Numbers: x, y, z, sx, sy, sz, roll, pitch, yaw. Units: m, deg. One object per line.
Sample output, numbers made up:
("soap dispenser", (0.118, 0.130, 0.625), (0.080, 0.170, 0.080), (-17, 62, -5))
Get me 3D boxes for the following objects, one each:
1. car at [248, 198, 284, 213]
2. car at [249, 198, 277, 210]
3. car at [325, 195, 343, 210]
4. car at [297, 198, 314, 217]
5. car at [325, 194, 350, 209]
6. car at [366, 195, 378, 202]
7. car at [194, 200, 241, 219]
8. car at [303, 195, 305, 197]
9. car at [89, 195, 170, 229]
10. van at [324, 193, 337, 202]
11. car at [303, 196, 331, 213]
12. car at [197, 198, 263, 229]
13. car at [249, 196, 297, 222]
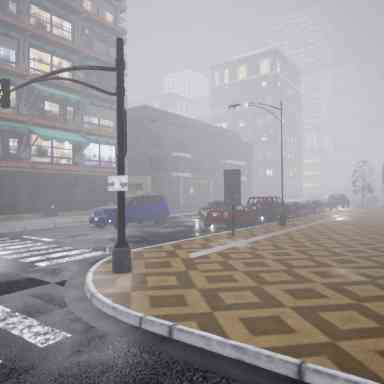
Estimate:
("car", (8.593, 1.490, 38.156), (2.033, 1.411, 5.357), (-1, 0, 37))
("car", (9.314, 1.489, 43.303), (1.752, 1.417, 4.829), (-1, 0, 36))
("car", (15.757, 1.415, 38.764), (2.008, 1.369, 4.403), (-1, 0, 36))
("car", (9.120, 1.471, 29.760), (1.802, 1.307, 4.206), (-1, 0, 36))
("car", (19.074, 1.167, 43.267), (2.192, 1.841, 5.009), (-1, 0, 36))
("car", (35.670, 1.334, 65.776), (1.887, 1.381, 4.507), (-1, 0, 36))
("car", (2.367, 1.470, 29.723), (1.837, 1.490, 4.892), (-1, 0, 37))
("car", (22.589, 1.439, 61.311), (1.752, 1.417, 4.829), (-1, 0, 36))
("car", (-3.812, 1.209, 21.311), (2.150, 2.045, 5.566), (-1, 0, 38))
("van", (29.326, 1.229, 70.452), (1.690, 1.788, 3.998), (-1, 0, 36))
("car", (12.438, 1.421, 34.262), (1.887, 1.381, 4.507), (-1, 0, 36))
("car", (2.481, 1.353, 20.757), (1.967, 1.590, 4.097), (-1, 0, 36))
("car", (5.798, 1.216, 25.259), (2.192, 1.841, 5.009), (-1, 0, 36))
